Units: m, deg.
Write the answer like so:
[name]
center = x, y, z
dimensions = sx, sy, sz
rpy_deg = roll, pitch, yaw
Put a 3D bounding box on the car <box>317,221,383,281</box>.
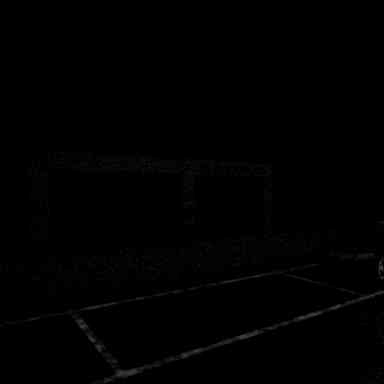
[car]
center = 5.454, 1.538, 9.656
dimensions = 4.206, 1.307, 1.802
rpy_deg = 0, 0, -33
